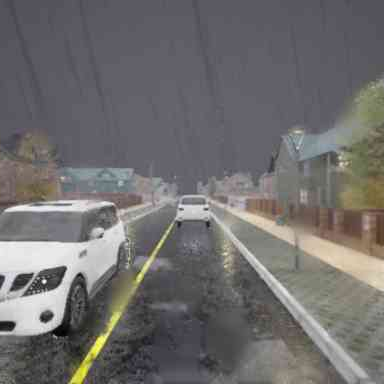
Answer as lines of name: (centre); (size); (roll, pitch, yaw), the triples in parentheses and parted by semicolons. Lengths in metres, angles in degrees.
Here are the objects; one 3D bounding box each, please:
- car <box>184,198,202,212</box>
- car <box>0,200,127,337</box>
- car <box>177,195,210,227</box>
car: (0.114, 1.518, 40.055); (2.128, 1.511, 4.902); (0, 0, 0)
car: (-2.847, 1.221, 6.986); (2.150, 2.045, 5.566); (0, 0, 0)
car: (0.105, 1.227, 23.154); (2.150, 2.045, 5.566); (0, 0, 0)
